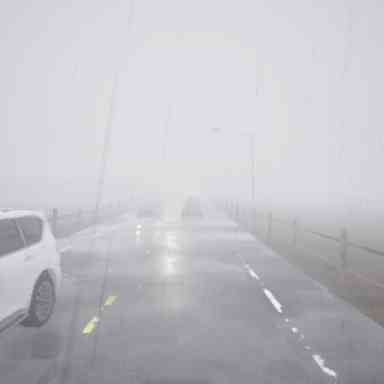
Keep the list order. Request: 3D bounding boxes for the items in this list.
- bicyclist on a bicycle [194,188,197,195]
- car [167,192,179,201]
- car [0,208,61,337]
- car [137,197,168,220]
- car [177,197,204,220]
[{"bbox_3d":[0.995,-0.045,90.815,0.866,1.612,1.509,0,2,0],"label":"bicyclist on a bicycle"},{"bbox_3d":[-3.498,0.769,62.618,2.097,1.767,4.553,0,1,1],"label":"car"},{"bbox_3d":[-3.597,1.274,4.231,2.150,2.045,5.566,0,-1,0],"label":"car"},{"bbox_3d":[-3.512,1.478,28.947,1.882,1.535,5.008,0,1,0],"label":"car"},{"bbox_3d":[0.027,1.500,28.533,2.128,1.511,4.902,0,1,0],"label":"car"}]
